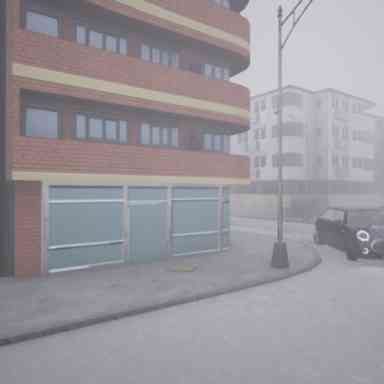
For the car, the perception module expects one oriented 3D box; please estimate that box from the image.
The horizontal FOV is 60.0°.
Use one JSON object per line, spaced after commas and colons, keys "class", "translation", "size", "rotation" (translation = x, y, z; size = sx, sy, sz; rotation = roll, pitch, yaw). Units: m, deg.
{"class": "car", "translation": [6.204, 1.361, 12.264], "size": [2.097, 1.767, 4.553], "rotation": [0, 0, 1]}
